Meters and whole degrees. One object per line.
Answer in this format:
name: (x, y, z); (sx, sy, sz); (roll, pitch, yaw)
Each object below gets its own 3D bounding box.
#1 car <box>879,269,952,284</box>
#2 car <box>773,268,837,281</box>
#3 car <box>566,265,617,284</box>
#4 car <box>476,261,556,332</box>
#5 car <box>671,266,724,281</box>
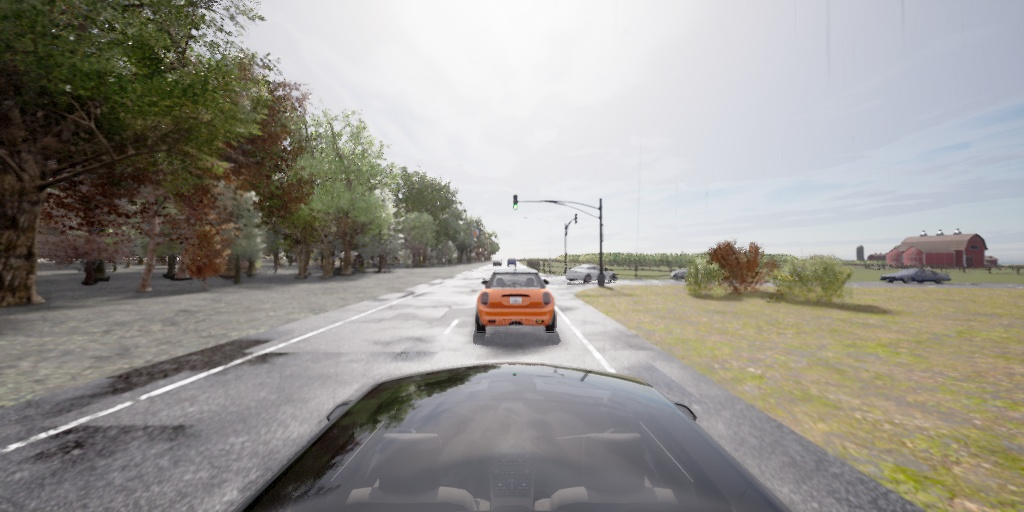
car: (38.933, 1.971, 34.631); (5.357, 1.411, 2.033); (1, -1, 0)
car: (28.371, 1.856, 34.685); (5.357, 1.411, 2.033); (1, -1, 0)
car: (6.522, 1.466, 29.297); (4.674, 1.442, 1.812); (1, -3, -33)
car: (0.099, 1.158, 11.178); (2.097, 1.767, 4.553); (0, 0, 0)
car: (17.988, 1.686, 34.747); (4.902, 1.511, 2.128); (1, -1, 1)
